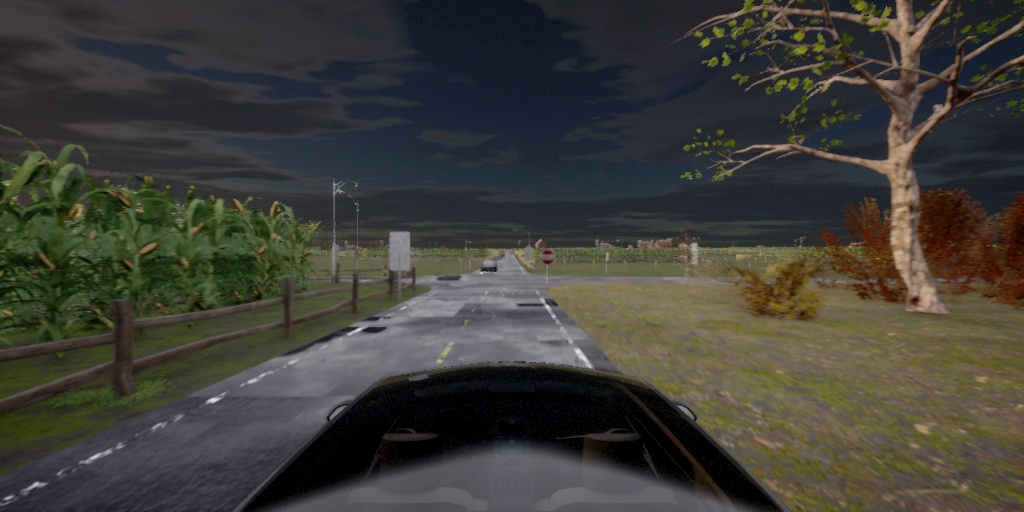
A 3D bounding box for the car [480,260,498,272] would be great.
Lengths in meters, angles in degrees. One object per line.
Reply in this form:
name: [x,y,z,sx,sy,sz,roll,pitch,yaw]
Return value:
car: [-2.746,1.180,43.636,1.882,1.535,5.008,0,2,0]
